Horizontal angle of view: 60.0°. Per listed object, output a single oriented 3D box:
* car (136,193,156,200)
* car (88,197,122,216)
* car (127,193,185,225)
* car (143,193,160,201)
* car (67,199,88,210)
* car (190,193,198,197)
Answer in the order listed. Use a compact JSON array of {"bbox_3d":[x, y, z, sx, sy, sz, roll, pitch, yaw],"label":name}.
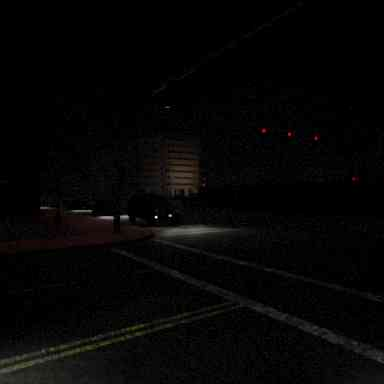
[{"bbox_3d":[-11.498,1.153,83.878,4.605,1.855,1.932,0,0,-34],"label":"car"},{"bbox_3d":[-8.561,1.505,33.238,1.837,1.490,4.892,0,0,-32],"label":"car"},{"bbox_3d":[-2.943,1.222,24.478,2.150,2.045,5.566,0,0,-33],"label":"car"},{"bbox_3d":[-9.918,1.156,81.452,3.866,1.878,1.905,0,0,-34],"label":"car"},{"bbox_3d":[-14.599,1.547,42.659,2.033,1.411,5.357,0,0,-33],"label":"car"},{"bbox_3d":[1.127,1.156,65.232,3.866,1.878,1.905,0,0,-34],"label":"car"}]
